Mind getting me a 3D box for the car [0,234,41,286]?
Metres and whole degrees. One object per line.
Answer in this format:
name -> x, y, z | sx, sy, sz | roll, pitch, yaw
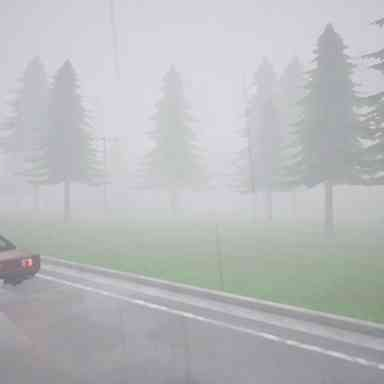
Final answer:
car -> -5.832, 1.596, 8.139 | 4.718, 1.301, 1.895 | 0, 0, 35
